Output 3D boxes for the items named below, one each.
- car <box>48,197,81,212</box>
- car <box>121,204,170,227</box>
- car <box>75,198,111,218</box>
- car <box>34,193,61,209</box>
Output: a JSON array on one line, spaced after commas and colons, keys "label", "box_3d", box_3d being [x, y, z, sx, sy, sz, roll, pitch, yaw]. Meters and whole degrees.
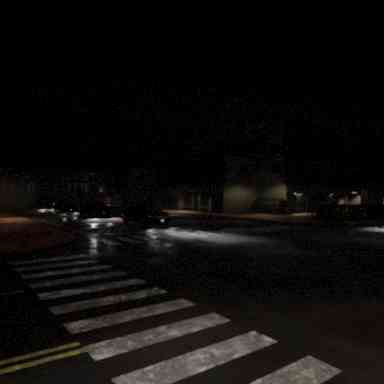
[{"label": "car", "box_3d": [-15.466, 1.676, 40.505, 2.033, 1.411, 5.357, 1, -1, -36]}, {"label": "car", "box_3d": [-3.395, 1.629, 23.919, 2.128, 1.511, 4.902, 1, -1, -36]}, {"label": "car", "box_3d": [-9.412, 1.638, 32.169, 1.837, 1.490, 4.892, 1, -1, -36]}, {"label": "car", "box_3d": [-21.730, 1.347, 49.217, 2.150, 2.045, 5.566, 1, -1, -38]}]
